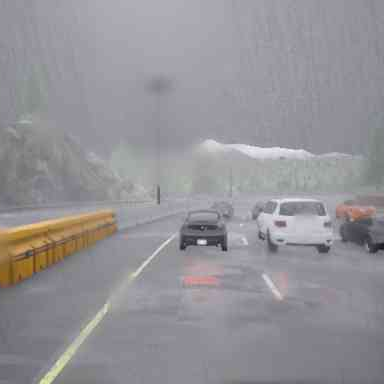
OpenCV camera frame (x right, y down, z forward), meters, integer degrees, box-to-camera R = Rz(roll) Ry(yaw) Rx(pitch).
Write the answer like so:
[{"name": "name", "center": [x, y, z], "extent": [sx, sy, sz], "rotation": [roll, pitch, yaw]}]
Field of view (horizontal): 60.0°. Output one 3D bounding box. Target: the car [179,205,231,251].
[{"name": "car", "center": [0.569, 1.517, 14.163], "extent": [1.837, 1.490, 4.892], "rotation": [0, 0, 5]}]

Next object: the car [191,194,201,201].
[{"name": "car", "center": [1.654, 1.323, 84.346], "extent": [2.097, 1.767, 4.553], "rotation": [0, 0, 30]}]

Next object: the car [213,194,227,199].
[{"name": "car", "center": [7.617, 1.335, 80.680], "extent": [2.097, 1.767, 4.553], "rotation": [0, 0, 30]}]

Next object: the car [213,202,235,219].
[{"name": "car", "center": [2.593, 1.564, 28.479], "extent": [2.033, 1.411, 5.357], "rotation": [0, 0, 11]}]

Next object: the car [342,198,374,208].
[{"name": "car", "center": [12.896, 1.367, 26.452], "extent": [2.097, 1.767, 4.553], "rotation": [0, 0, 11]}]

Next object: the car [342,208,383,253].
[{"name": "car", "center": [7.541, 1.573, 13.537], "extent": [1.994, 1.385, 4.181], "rotation": [0, 0, 5]}]

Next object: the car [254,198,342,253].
[{"name": "car", "center": [4.057, 1.259, 13.880], "extent": [2.150, 2.045, 5.566], "rotation": [0, 0, 5]}]

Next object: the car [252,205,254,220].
[{"name": "car", "center": [6.029, 1.573, 27.813], "extent": [1.994, 1.385, 4.181], "rotation": [0, 0, 11]}]

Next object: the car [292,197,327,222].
[{"name": "car", "center": [9.460, 1.367, 27.118], "extent": [2.097, 1.767, 4.553], "rotation": [0, 0, 11]}]

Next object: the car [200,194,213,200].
[{"name": "car", "center": [4.605, 1.569, 82.462], "extent": [1.895, 1.301, 4.718], "rotation": [0, 0, 30]}]

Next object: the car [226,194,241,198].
[{"name": "car", "center": [10.568, 1.581, 78.796], "extent": [1.895, 1.301, 4.718], "rotation": [0, 0, 30]}]
